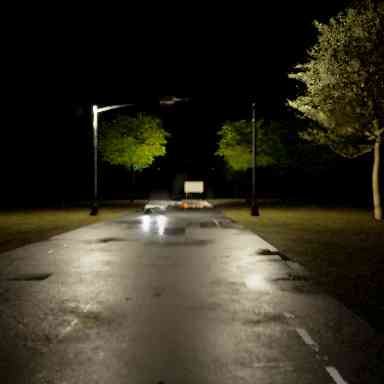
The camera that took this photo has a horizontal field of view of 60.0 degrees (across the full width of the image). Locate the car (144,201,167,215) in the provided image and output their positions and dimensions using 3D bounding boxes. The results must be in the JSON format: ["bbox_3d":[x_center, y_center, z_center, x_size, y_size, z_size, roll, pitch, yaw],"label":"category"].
[{"bbox_3d":[-3.581,1.556,33.228,1.895,1.301,4.718,0,0,0],"label":"car"}]

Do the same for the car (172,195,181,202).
[{"bbox_3d":[-3.462,1.461,74.464,1.837,1.490,4.892,0,0,0],"label":"car"}]

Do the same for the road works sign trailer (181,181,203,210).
[{"bbox_3d":[0.241,0.429,42.150,2.380,3.560,2.880,0,0,2],"label":"road works sign trailer"}]
